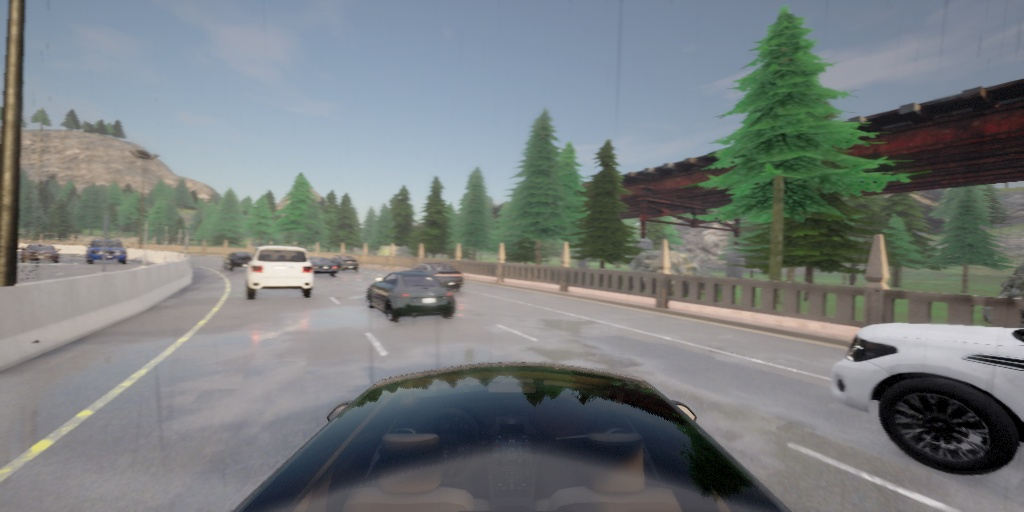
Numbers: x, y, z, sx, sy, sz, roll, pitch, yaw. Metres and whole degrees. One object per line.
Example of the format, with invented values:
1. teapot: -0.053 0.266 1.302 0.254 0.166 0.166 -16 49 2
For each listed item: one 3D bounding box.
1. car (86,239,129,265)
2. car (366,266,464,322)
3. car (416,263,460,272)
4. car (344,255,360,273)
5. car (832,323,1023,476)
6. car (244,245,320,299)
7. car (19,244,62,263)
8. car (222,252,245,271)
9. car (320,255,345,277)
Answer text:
1. car: -34.766 -0.372 30.769 5.566 2.045 2.150 2 0 38
2. car: -3.436 1.195 11.880 1.994 1.385 4.181 2 0 -33
3. car: -4.374 1.100 19.442 2.128 1.511 4.902 2 0 -36
4. car: -15.472 0.679 32.413 2.128 1.511 4.902 2 0 -45
5. car: 6.091 1.216 2.597 2.150 2.045 5.566 2 0 -29
6. car: -10.015 0.594 15.400 2.150 2.045 5.566 3 0 -36
7. car: -38.718 -0.231 29.449 4.674 1.442 1.812 2 0 36
8. car: -21.892 0.426 28.943 4.892 1.490 1.837 2 0 45
9. car: -14.381 0.766 26.297 2.033 1.411 5.357 2 0 -42
